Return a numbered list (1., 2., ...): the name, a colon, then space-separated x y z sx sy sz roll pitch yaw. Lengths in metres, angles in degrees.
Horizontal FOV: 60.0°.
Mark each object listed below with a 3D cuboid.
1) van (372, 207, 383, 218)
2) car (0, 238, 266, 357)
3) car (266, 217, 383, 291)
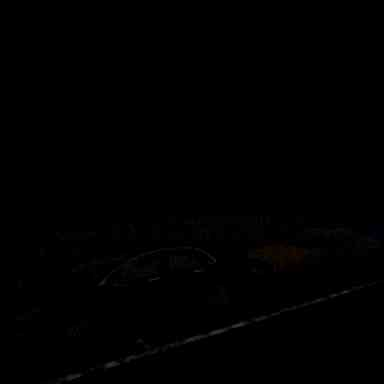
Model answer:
1. van: 8.179 1.410 12.485 3.998 1.788 1.690 0 0 -35
2. car: -1.006 1.564 5.934 4.403 1.369 2.008 0 0 -35
3. car: 3.448 1.566 9.110 4.829 1.417 1.752 0 0 -35
